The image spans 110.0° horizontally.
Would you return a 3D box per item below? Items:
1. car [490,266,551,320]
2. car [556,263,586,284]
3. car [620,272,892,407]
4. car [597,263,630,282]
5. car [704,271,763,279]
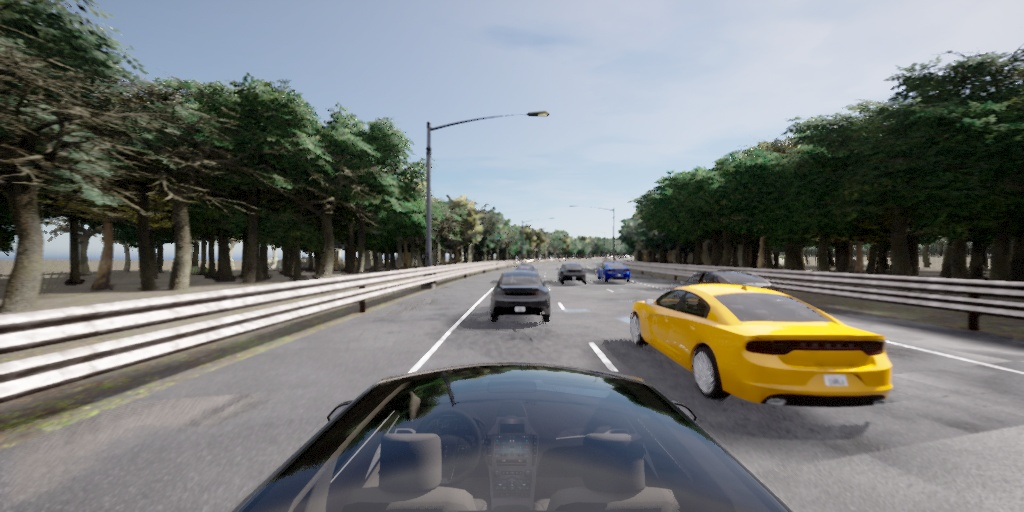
[{"bbox_3d":[0.305,1.273,12.589,1.837,1.490,4.892,0,0,2],"label":"car"},{"bbox_3d":[4.543,1.303,27.662,1.837,1.490,4.892,0,0,4],"label":"car"},{"bbox_3d":[3.676,1.239,6.487,1.882,1.535,5.008,0,0,1],"label":"car"},{"bbox_3d":[8.157,1.281,29.127,1.882,1.535,5.008,0,0,4],"label":"car"},{"bbox_3d":[7.312,1.280,12.700,1.837,1.490,4.892,0,0,2],"label":"car"}]
